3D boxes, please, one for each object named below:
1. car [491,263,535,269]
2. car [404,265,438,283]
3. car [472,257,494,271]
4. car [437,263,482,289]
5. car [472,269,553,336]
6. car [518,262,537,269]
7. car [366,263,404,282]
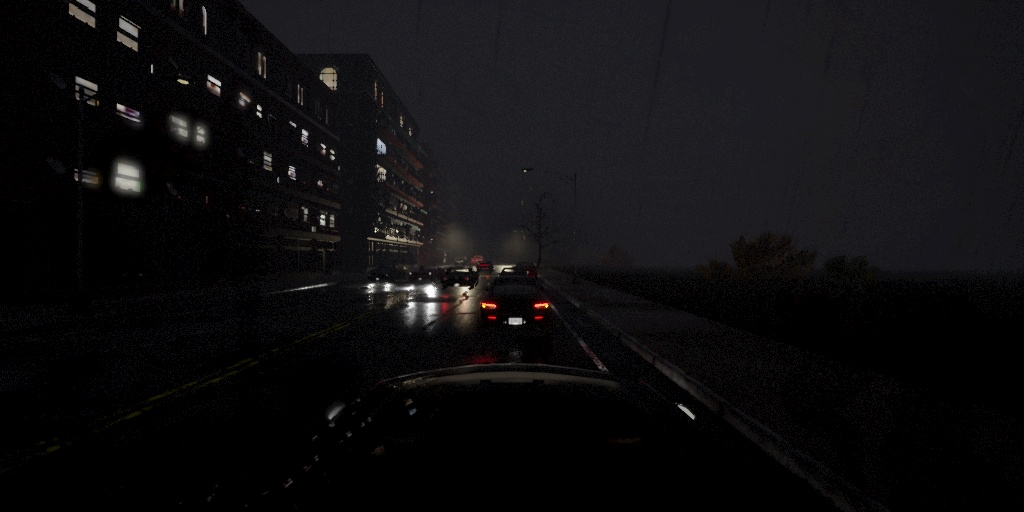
[{"bbox_3d":[0.060,1.317,20.417,1.994,1.385,4.181,0,0,0],"label":"car"},{"bbox_3d":[-6.658,1.354,28.157,1.895,1.301,4.718,0,0,0],"label":"car"},{"bbox_3d":[-3.240,1.243,43.083,2.128,1.511,4.902,0,0,0],"label":"car"},{"bbox_3d":[-3.197,1.354,22.844,1.895,1.301,4.718,0,0,0],"label":"car"},{"bbox_3d":[0.073,1.277,10.250,1.812,1.442,4.674,0,0,0],"label":"car"},{"bbox_3d":[1.075,1.231,29.945,1.882,1.535,5.008,0,0,0],"label":"car"},{"bbox_3d":[-9.909,1.300,29.068,2.033,1.411,5.357,0,0,0],"label":"car"}]
